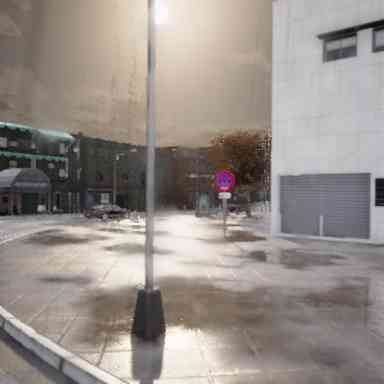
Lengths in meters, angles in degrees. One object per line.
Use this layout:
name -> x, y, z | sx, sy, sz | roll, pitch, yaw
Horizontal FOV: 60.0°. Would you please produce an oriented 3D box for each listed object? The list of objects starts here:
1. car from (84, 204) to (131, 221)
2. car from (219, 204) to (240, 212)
car -> -7.870, 1.885, 31.469 | 1.882, 1.535, 5.008 | 0, -1, 30
car -> 6.643, 2.813, 58.716 | 1.895, 1.301, 4.718 | 1, 0, 35
